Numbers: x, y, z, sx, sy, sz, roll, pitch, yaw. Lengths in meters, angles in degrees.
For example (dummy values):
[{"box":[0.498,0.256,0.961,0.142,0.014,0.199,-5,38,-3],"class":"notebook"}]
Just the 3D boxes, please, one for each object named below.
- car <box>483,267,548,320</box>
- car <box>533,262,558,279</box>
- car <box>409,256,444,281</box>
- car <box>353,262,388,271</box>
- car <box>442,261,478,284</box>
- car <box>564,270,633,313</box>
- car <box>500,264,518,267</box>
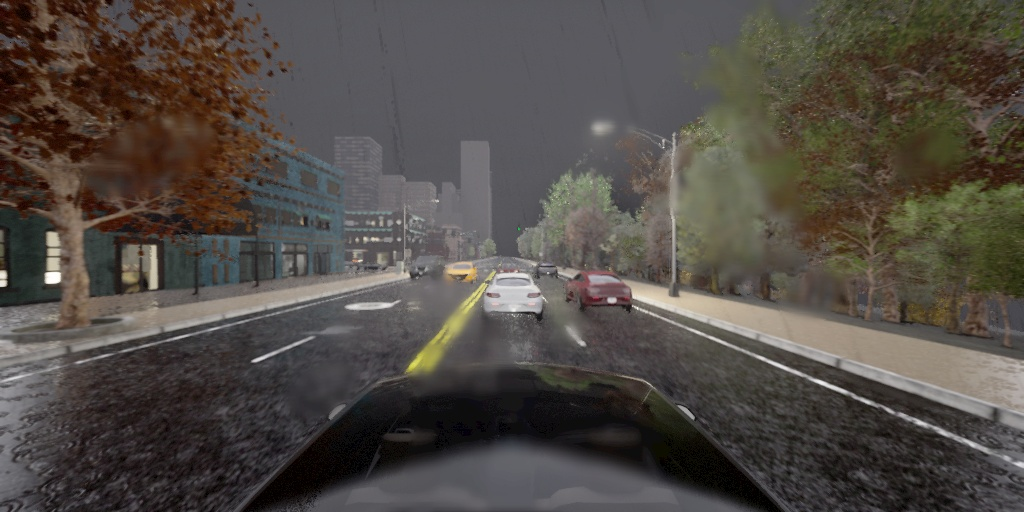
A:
[{"box":[0.017,1.274,12.471,1.812,1.442,4.674,0,0,-1],"class":"car"},{"box":[2.966,1.237,32.096,2.128,1.511,4.902,0,0,-1],"class":"car"},{"box":[-6.949,0.972,30.198,2.150,2.045,5.566,0,0,-1],"class":"car"},{"box":[-20.678,1.566,53.152,4.313,1.339,1.948,0,0,-1],"class":"car"},{"box":[-3.647,1.225,26.806,1.882,1.535,5.008,0,0,-1],"class":"car"},{"box":[3.234,1.273,13.989,1.812,1.442,4.674,0,0,-1],"class":"car"},{"box":[-0.278,1.348,31.727,1.895,1.301,4.718,0,0,-1],"class":"car"}]
